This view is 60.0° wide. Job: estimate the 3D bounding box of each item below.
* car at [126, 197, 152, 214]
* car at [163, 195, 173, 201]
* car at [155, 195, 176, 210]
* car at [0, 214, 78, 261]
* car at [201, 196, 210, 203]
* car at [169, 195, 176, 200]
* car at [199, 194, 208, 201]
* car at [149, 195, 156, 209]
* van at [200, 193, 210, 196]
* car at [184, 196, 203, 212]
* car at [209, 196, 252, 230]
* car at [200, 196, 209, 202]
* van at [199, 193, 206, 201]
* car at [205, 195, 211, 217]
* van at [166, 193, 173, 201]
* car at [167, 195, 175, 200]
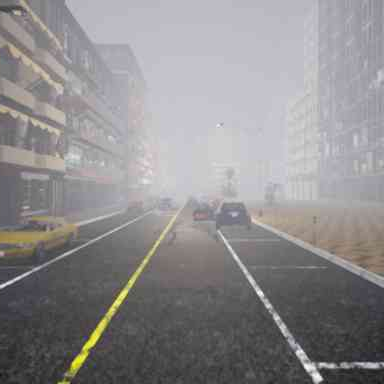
[{"bbox_3d":[-5.689,1.497,34.513,1.887,1.381,4.507,0,0,0],"label":"car"},{"bbox_3d":[-5.681,1.477,78.725,1.887,1.381,4.507,0,0,0],"label":"car"},{"bbox_3d":[-3.079,1.453,40.787,1.837,1.490,4.892,0,0,0],"label":"car"},{"bbox_3d":[-5.693,1.505,12.236,1.752,1.417,4.829,0,0,0],"label":"car"},{"bbox_3d":[2.697,1.457,67.840,1.752,1.417,4.829,0,0,0],"label":"car"},{"bbox_3d":[-5.678,1.518,95.305,1.802,1.307,4.206,0,0,0],"label":"car"},{"bbox_3d":[2.698,1.372,78.724,1.967,1.590,4.097,0,0,0],"label":"car"},{"bbox_3d":[-5.688,1.469,45.396,1.752,1.417,4.829,0,0,0],"label":"car"},{"bbox_3d":[2.695,1.275,62.144,1.690,1.788,3.998,0,0,0],"label":"van"},{"bbox_3d":[0.036,1.509,42.939,1.994,1.385,4.181,0,0,0],"label":"car"},{"bbox_3d":[2.388,1.318,20.898,2.097,1.767,4.553,0,0,0],"label":"car"},{"bbox_3d":[2.698,1.497,73.197,1.947,1.339,4.313,0,0,0],"label":"car"},{"bbox_3d":[2.698,1.274,84.251,1.690,1.788,3.998,0,0,0],"label":"van"},{"bbox_3d":[2.690,1.392,34.510,1.967,1.590,4.097,0,0,0],"label":"car"},{"bbox_3d":[-5.682,1.274,84.253,1.690,1.788,3.998,0,0,0],"label":"van"},{"bbox_3d":[-5.679,1.517,89.779,1.802,1.307,4.206,0,0,0],"label":"car"}]
